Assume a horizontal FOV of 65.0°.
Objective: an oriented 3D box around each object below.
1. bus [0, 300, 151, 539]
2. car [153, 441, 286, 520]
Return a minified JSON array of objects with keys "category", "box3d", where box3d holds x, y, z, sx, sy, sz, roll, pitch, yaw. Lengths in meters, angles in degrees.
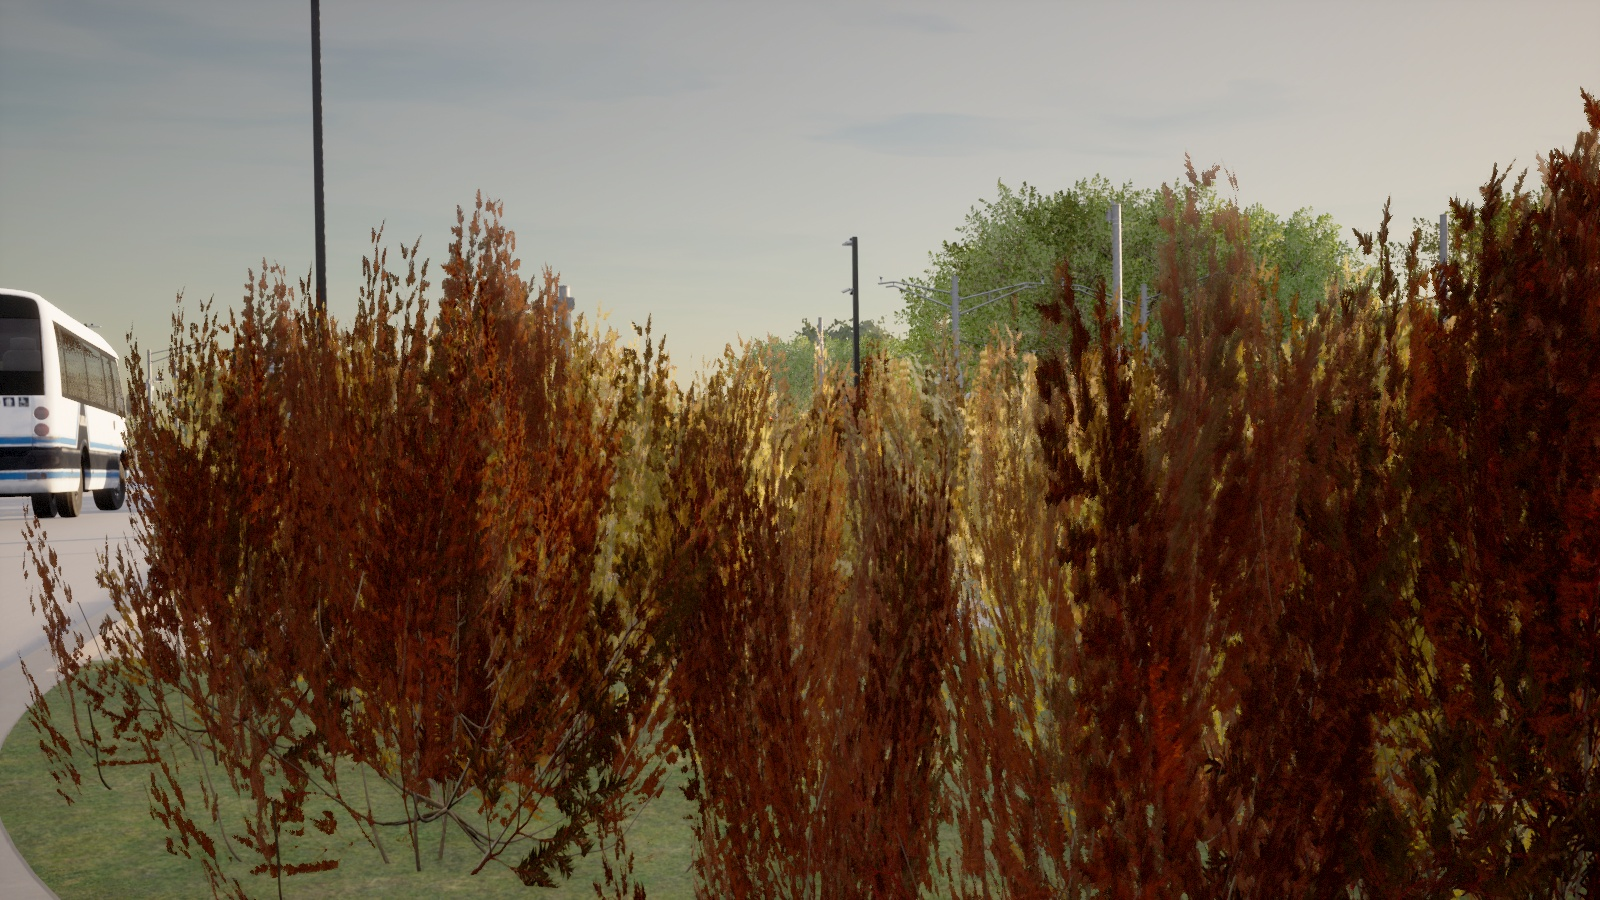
[{"category":"bus","box3d":[-16.762,-0.391,26.896,3.944,4.253,10.273,-2,-1,-22]},{"category":"car","box3d":[-13.868,0.744,30.303,2.242,1.667,4.611,-2,-1,-17]}]
